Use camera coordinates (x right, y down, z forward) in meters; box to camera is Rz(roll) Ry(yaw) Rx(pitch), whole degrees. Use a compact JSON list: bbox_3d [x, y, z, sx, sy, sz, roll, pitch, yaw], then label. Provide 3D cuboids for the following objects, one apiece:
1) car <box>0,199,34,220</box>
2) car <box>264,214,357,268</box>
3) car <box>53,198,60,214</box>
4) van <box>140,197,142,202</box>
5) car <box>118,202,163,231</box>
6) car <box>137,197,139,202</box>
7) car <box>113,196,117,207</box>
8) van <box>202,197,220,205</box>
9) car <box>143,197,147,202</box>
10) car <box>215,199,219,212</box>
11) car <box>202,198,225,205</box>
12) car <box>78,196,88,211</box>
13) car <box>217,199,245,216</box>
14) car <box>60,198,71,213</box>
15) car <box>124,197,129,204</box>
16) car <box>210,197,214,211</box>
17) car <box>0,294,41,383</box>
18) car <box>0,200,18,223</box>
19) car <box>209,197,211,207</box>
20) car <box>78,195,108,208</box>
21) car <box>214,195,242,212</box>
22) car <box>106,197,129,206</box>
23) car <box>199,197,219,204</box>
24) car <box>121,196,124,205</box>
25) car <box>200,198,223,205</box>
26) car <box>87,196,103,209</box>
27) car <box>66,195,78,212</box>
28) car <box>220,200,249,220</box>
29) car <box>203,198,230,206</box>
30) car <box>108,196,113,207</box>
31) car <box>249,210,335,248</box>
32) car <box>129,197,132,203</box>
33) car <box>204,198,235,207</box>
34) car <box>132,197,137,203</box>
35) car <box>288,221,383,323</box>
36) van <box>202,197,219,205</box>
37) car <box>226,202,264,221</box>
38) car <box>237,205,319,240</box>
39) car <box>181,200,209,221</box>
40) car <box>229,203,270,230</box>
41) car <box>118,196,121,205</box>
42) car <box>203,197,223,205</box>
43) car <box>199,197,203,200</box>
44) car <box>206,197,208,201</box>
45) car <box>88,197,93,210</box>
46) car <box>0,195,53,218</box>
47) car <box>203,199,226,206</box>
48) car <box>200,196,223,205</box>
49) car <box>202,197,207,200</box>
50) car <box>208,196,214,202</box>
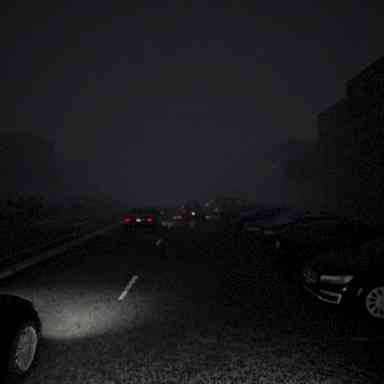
[{"bbox_3d":[-15.662,1.566,26.460,4.792,1.488,2.163,0,0,0],"label":"car"},{"bbox_3d":[4.739,1.522,9.366,4.792,1.488,2.163,0,0,0],"label":"car"},{"bbox_3d":[-15.699,1.603,31.976,4.674,1.452,2.002,0,0,0],"label":"car"},{"bbox_3d":[-15.688,2.207,84.347,4.442,1.987,1.878,0,-1,0],"label":"van"},{"bbox_3d":[-2.901,1.587,20.614,2.033,1.411,5.357,0,0,0],"label":"car"},{"bbox_3d":[-15.979,2.309,78.827,5.366,1.575,1.946,0,-1,0],"label":"car"},{"bbox_3d":[-15.717,1.505,54.025,5.566,2.045,2.435,0,-1,0],"label":"car"},{"bbox_3d":[4.824,2.207,84.379,4.442,1.987,1.878,0,-1,0],"label":"van"},{"bbox_3d":[-15.788,2.297,89.863,5.566,2.045,2.435,0,-1,0],"label":"car"},{"bbox_3d":[4.679,1.580,28.819,4.792,1.488,2.163,0,0,0],"label":"car"},{"bbox_3d":[4.701,2.178,73.260,5.008,1.535,2.097,0,-1,0],"label":"car"},{"bbox_3d":[-15.713,1.607,40.248,5.008,1.535,2.097,0,0,0],"label":"car"},{"bbox_3d":[4.714,1.538,26.041,5.008,1.535,2.097,0,0,0],"label":"car"},{"bbox_3d":[-15.736,1.607,34.733,4.792,1.488,2.163,0,0,0],"label":"car"},{"bbox_3d":[-15.795,1.735,65.046,5.566,2.045,2.435,0,-1,0],"label":"car"},{"bbox_3d":[4.894,1.571,34.252,5.366,1.575,1.946,0,0,0],"label":"car"},{"bbox_3d":[-2.900,1.528,2.479,1.812,1.442,4.674,0,0,0],"label":"car"},{"bbox_3d":[-15.680,1.524,23.705,5.008,1.535,2.097,0,0,0],"label":"car"},{"bbox_3d":[4.714,1.588,37.032,4.892,1.521,2.231,0,0,0],"label":"car"},{"bbox_3d":[-15.706,1.426,48.516,5.566,2.045,2.435,0,-1,0],"label":"car"},{"bbox_3d":[4.681,1.436,31.591,4.553,1.767,2.185,0,0,0],"label":"car"},{"bbox_3d":[-15.747,1.992,70.557,4.553,1.767,2.185,0,-1,0],"label":"car"},{"bbox_3d":[4.749,2.355,92.715,5.566,2.045,2.435,0,-1,0],"label":"car"},{"bbox_3d":[-15.793,1.795,62.289,4.553,1.767,2.185,0,-1,0],"label":"car"},{"bbox_3d":[4.520,2.304,78.693,5.366,1.575,1.946,0,-1,0],"label":"car"},{"bbox_3d":[-15.543,1.644,45.761,5.366,1.575,1.946,0,0,0],"label":"car"},{"bbox_3d":[-15.744,1.466,37.491,4.553,1.767,2.185,0,0,0],"label":"car"},{"bbox_3d":[4.702,1.530,23.261,4.892,1.521,2.231,0,0,0],"label":"car"},{"bbox_3d":[4.711,1.972,64.799,5.008,1.535,2.097,0,-1,0],"label":"car"},{"bbox_3d":[-15.711,1.460,51.273,5.566,2.045,2.435,0,-1,0],"label":"car"},{"bbox_3d":[4.707,1.538,12.145,4.674,1.452,2.002,0,0,0],"label":"car"},{"bbox_3d":[-15.744,1.801,67.803,5.566,2.045,2.435,0,-1,0],"label":"car"},{"bbox_3d":[4.892,1.841,59.244,5.366,1.575,1.946,0,-1,0],"label":"car"},{"bbox_3d":[-15.974,2.245,76.068,5.366,1.575,1.946,0,-1,0],"label":"car"},{"bbox_3d":[4.717,1.489,6.586,4.892,1.521,2.231,0,0,0],"label":"car"},{"bbox_3d":[4.828,2.265,87.033,4.442,1.987,1.878,0,-1,0],"label":"van"},{"bbox_3d":[4.738,1.549,20.483,4.792,1.488,2.163,0,0,0],"label":"car"},{"bbox_3d":[4.715,1.504,14.799,4.892,1.521,2.231,0,0,0],"label":"car"},{"bbox_3d":[0.099,1.628,27.414,1.994,1.385,4.181,0,0,0],"label":"car"},{"bbox_3d":[4.703,1.511,17.578,5.008,1.535,2.097,0,0,0],"label":"car"},{"bbox_3d":[-15.785,1.890,59.529,4.792,1.488,2.163,0,-1,0],"label":"car"},{"bbox_3d":[4.737,2.119,76.040,4.553,1.767,2.185,0,-1,0],"label":"car"},{"bbox_3d":[0.098,1.702,42.997,1.994,1.385,4.181,0,0,0],"label":"car"},{"bbox_3d":[4.706,1.677,45.490,4.674,1.452,2.002,0,0,0],"label":"car"},{"bbox_3d":[-15.721,1.666,43.003,4.674,1.452,2.002,0,0,0],"label":"car"},{"bbox_3d":[-15.725,1.298,29.220,5.566,2.045,2.435,0,0,0],"label":"car"},{"bbox_3d":[4.735,2.141,70.480,4.792,1.488,2.163,0,-1,0],"label":"car"},{"bbox_3d":[4.676,2.118,81.482,5.566,2.045,2.435,0,-1,0],"label":"car"},{"bbox_3d":[4.679,1.413,48.267,5.566,2.045,2.435,0,-1,0],"label":"car"},{"bbox_3d":[4.676,1.491,42.713,4.553,1.767,2.185,0,0,0],"label":"car"}]
